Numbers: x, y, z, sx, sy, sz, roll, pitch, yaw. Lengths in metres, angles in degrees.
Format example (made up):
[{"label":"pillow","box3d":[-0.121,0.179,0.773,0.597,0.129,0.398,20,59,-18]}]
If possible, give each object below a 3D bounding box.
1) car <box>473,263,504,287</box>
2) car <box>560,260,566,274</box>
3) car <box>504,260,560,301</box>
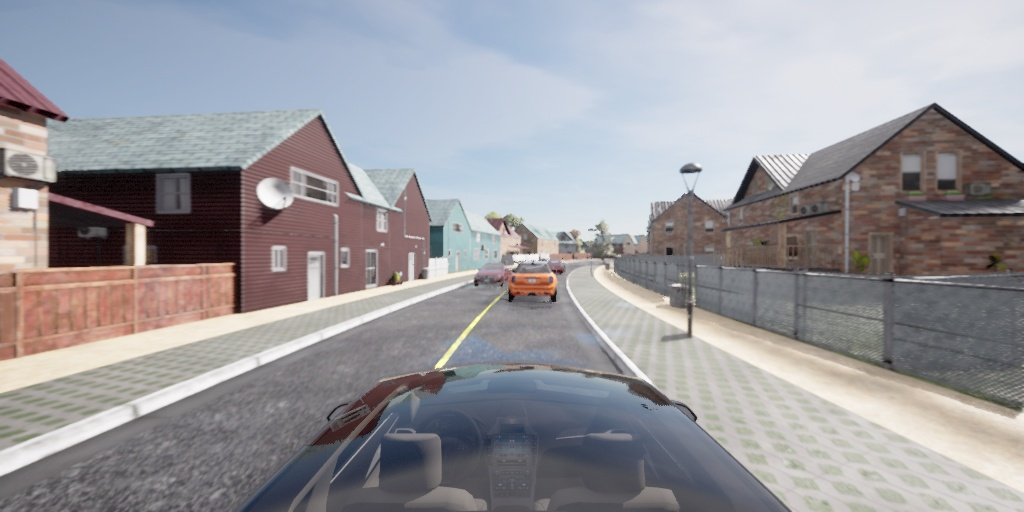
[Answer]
[{"label":"car","box3d":[-1.161,1.165,23.277,1.812,1.442,4.674,0,0,8]},{"label":"car","box3d":[4.400,1.067,36.626,1.994,1.385,4.181,0,1,13]},{"label":"car","box3d":[1.038,1.027,16.998,2.097,1.767,4.553,0,0,5]}]
